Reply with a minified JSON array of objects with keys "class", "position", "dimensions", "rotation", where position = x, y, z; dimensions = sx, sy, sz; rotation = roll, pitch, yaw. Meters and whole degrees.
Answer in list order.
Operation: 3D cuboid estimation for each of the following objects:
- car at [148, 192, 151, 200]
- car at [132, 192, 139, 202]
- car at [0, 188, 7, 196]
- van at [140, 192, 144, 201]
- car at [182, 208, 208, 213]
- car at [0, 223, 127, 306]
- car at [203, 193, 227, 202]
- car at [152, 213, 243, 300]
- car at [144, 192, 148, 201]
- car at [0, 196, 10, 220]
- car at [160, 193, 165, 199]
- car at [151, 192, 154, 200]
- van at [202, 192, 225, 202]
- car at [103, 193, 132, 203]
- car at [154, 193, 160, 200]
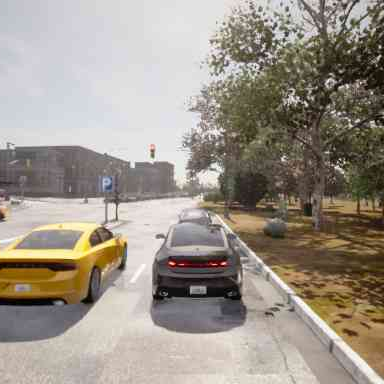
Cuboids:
[{"class":"car","position":[-12.639,1.360,78.230],"dimensions":[4.674,1.452,2.002],"rotation":[-1,0,-13]},{"class":"car","position":[-13.799,1.316,66.271],"dimensions":[5.366,1.575,1.946],"rotation":[-1,0,-15]},{"class":"car","position":[-31.164,0.137,54.147],"dimensions":[2.002,1.452,4.674],"rotation":[6,-3,-19]},{"class":"van","position":[-13.240,1.093,72.263],"dimensions":[4.442,1.987,1.878],"rotation":[-1,0,-14]},{"class":"car","position":[0.156,1.572,18.099],"dimensions":[2.033,1.411,5.357],"rotation":[0,0,1]},{"class":"car","position":[-2.893,1.487,8.159],"dimensions":[1.882,1.535,5.008],"rotation":[0,0,0]},{"class":"car","position":[4.667,1.142,68.843],"dimensions":[4.553,1.767,2.185],"rotation":[1,0,-14]},{"class":"car","position":[0.109,1.514,8.397],"dimensions":[1.837,1.490,4.892],"rotation":[0,0,0]},{"class":"car","position":[-13.012,1.322,75.234],"dimensions":[4.892,1.521,2.231],"rotation":[-1,0,-14]},{"class":"car","position":[-16.627,1.404,25.473],"dimensions":[4.553,1.767,2.185],"rotation":[-1,0,-19]},{"class":"car","position":[-11.002,1.065,90.220],"dimensions":[5.566,2.045,2.435],"rotation":[-1,0,-12]},{"class":"car","position":[-12.267,1.359,81.231],"dimensions":[4.674,1.452,2.002],"rotation":[-1,0,-13]},{"class":"van","position":[4.284,1.043,65.874],"dimensions":[4.442,1.987,1.878],"rotation":[1,0,-14]},{"class":"car","position":[-14.444,1.359,63.279],"dimensions":[4.792,1.488,2.163],"rotation":[-1,0,-15]},{"class":"car","position":[-11.452,1.358,87.213],"dimensions":[4.674,1.452,2.002],"rotation":[-1,0,-12]}]
